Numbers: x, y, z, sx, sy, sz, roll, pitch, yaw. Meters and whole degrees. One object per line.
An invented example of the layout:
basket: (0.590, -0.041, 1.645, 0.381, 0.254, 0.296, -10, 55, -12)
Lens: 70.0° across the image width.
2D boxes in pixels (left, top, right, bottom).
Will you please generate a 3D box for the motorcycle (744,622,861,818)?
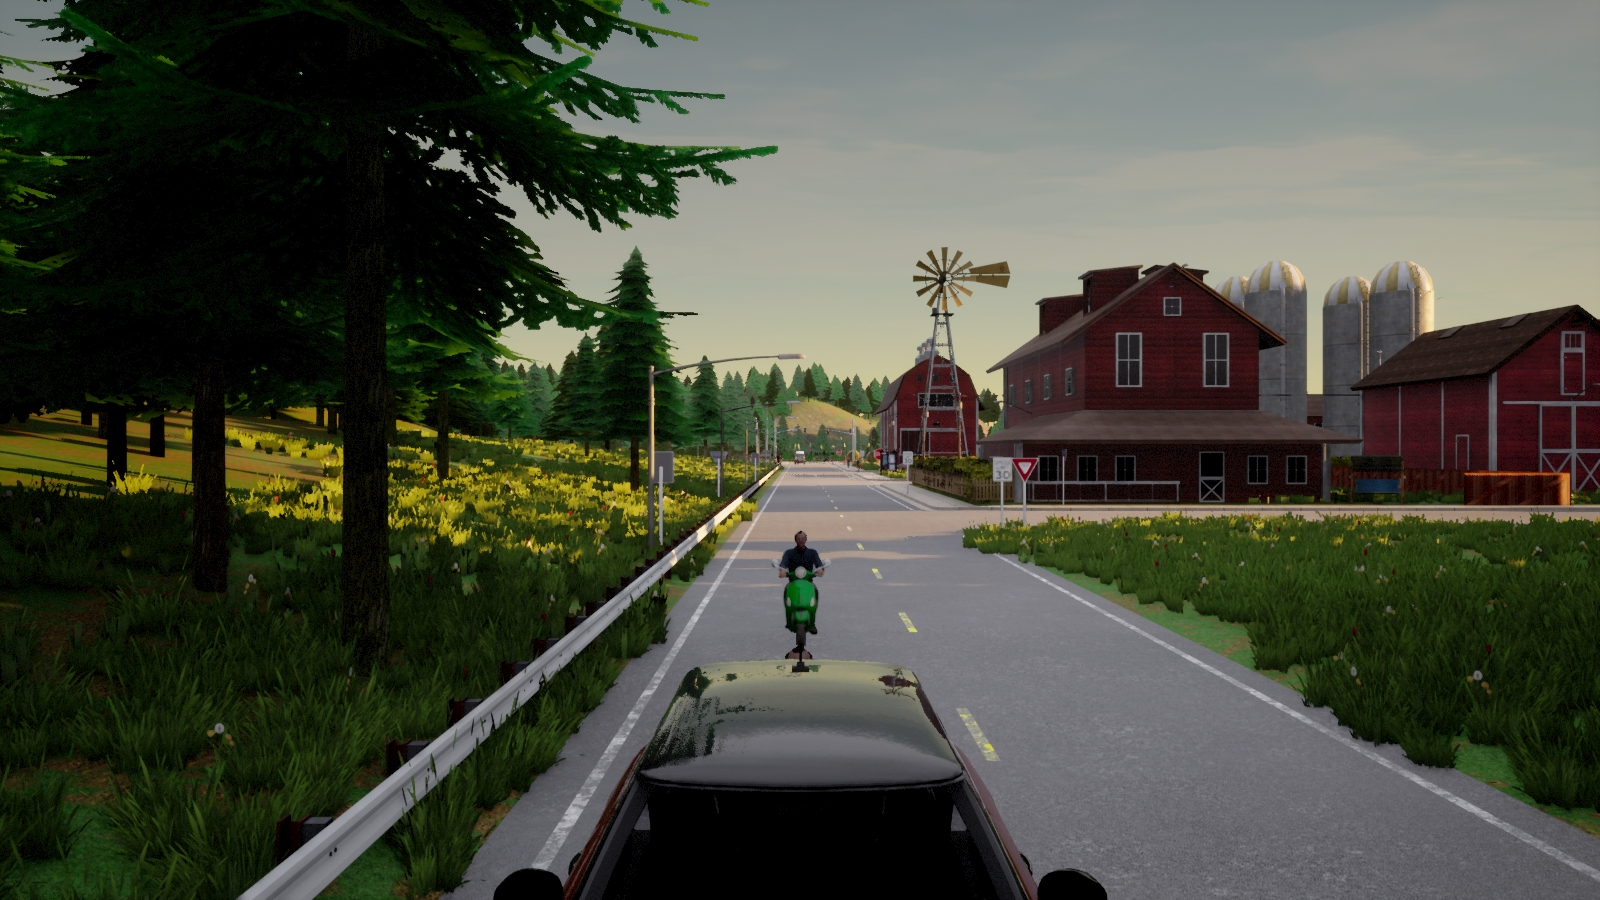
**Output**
motorcycle: (0.016, 2.230, 9.842, 0.867, 1.251, 2.209, -2, -3, 0)

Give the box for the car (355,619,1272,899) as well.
car: (0.032, 1.899, 4.503, 2.097, 1.767, 4.553, 0, 0, 0)
